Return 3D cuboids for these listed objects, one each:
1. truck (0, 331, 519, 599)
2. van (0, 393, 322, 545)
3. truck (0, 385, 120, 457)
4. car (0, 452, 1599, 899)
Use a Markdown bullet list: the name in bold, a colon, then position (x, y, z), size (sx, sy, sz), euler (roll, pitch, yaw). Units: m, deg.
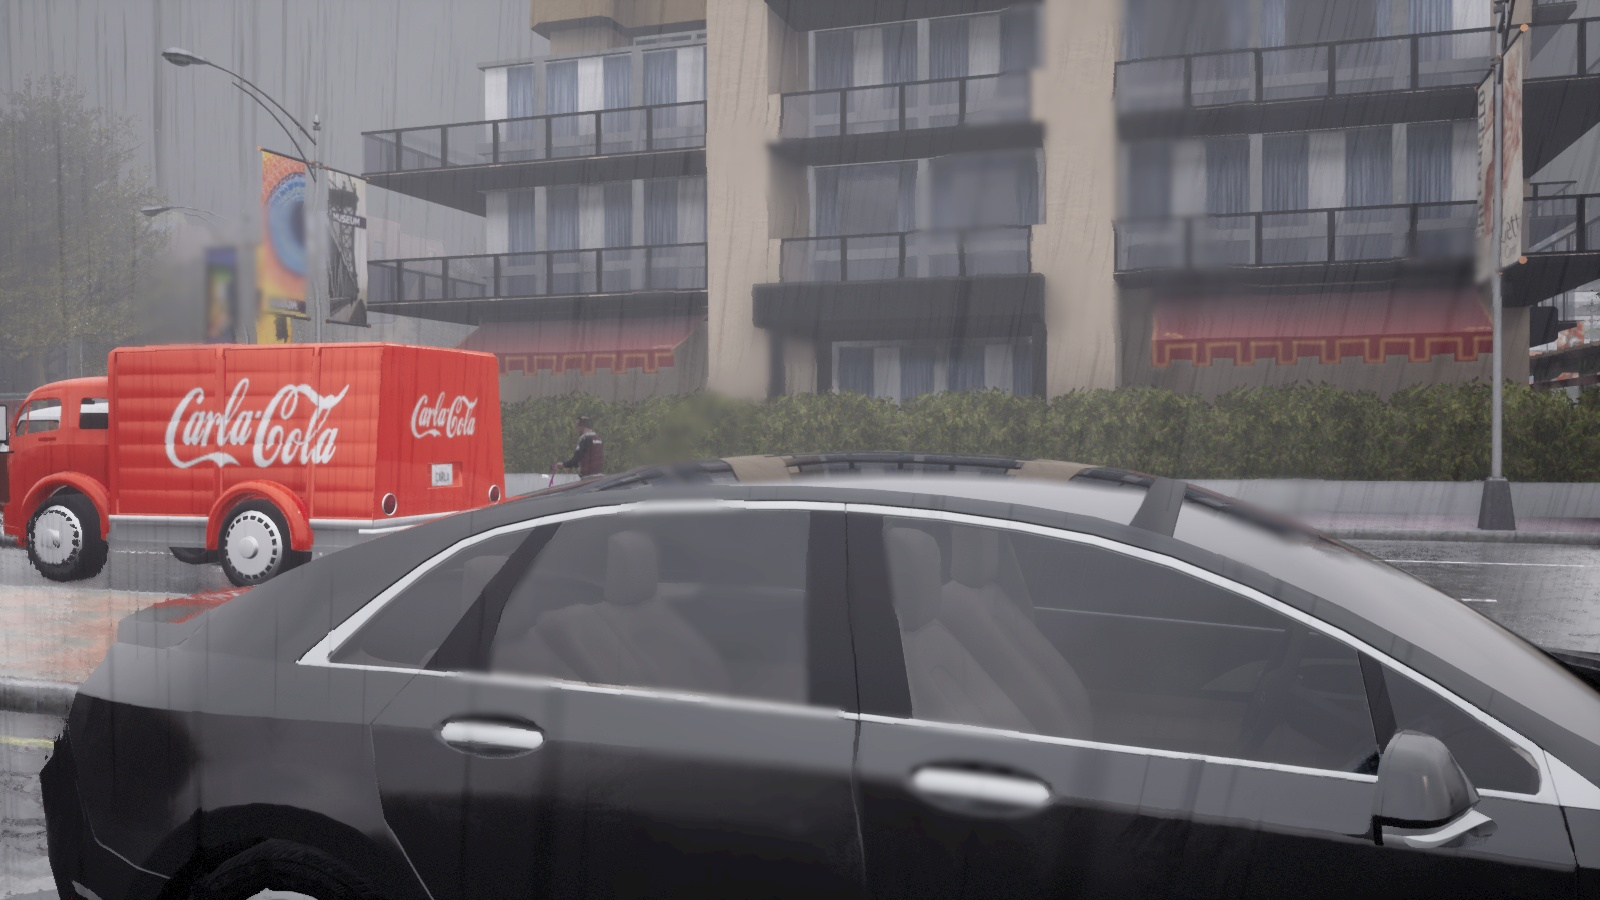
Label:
- **truck**: position (-6.039, 0.099, 13.653), size (5.204, 2.467, 2.627), euler (1, 1, 19)
- **van**: position (-9.596, 0.218, 18.508), size (4.480, 2.038, 2.069), euler (1, 1, 19)
- **truck**: position (-42.201, -1.612, 69.671), size (8.468, 3.827, 2.891), euler (1, 1, 19)
- **car**: position (0.540, 0.785, 3.011), size (4.892, 1.490, 1.837), euler (1, 1, 19)
